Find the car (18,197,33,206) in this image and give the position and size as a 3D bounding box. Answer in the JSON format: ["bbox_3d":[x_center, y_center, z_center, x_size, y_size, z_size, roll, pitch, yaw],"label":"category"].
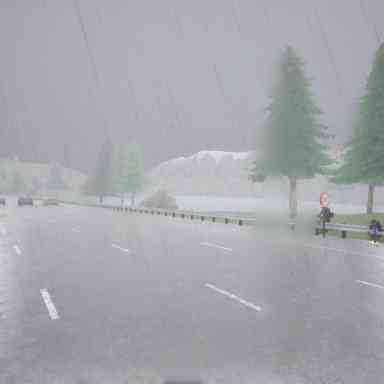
[{"bbox_3d":[-27.542,1.491,54.965,2.128,1.511,4.902,0,0,-33],"label":"car"}]

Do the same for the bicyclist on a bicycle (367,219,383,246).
[{"bbox_3d":[7.902,1.731,14.392,0.582,1.656,1.620,1,1,28],"label":"bicyclist on a bicycle"}]

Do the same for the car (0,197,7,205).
[{"bbox_3d":[-32.451,1.526,56.119,1.812,1.442,4.674,0,0,-32],"label":"car"}]

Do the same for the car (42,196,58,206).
[{"bbox_3d":[-23.640,1.478,55.371,1.882,1.535,5.008,0,0,-33],"label":"car"}]

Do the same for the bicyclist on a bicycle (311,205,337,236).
[{"bbox_3d":[6.764,1.421,16.904,1.656,1.620,0.582,4,-1,-19],"label":"bicyclist on a bicycle"}]
